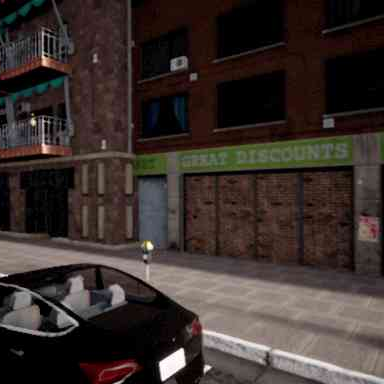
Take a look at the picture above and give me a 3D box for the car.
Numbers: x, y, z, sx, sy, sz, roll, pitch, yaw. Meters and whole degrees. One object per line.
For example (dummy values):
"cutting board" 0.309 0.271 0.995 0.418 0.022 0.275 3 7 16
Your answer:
"car" -1.865 1.602 4.199 4.313 1.339 1.947 -1 0 36
